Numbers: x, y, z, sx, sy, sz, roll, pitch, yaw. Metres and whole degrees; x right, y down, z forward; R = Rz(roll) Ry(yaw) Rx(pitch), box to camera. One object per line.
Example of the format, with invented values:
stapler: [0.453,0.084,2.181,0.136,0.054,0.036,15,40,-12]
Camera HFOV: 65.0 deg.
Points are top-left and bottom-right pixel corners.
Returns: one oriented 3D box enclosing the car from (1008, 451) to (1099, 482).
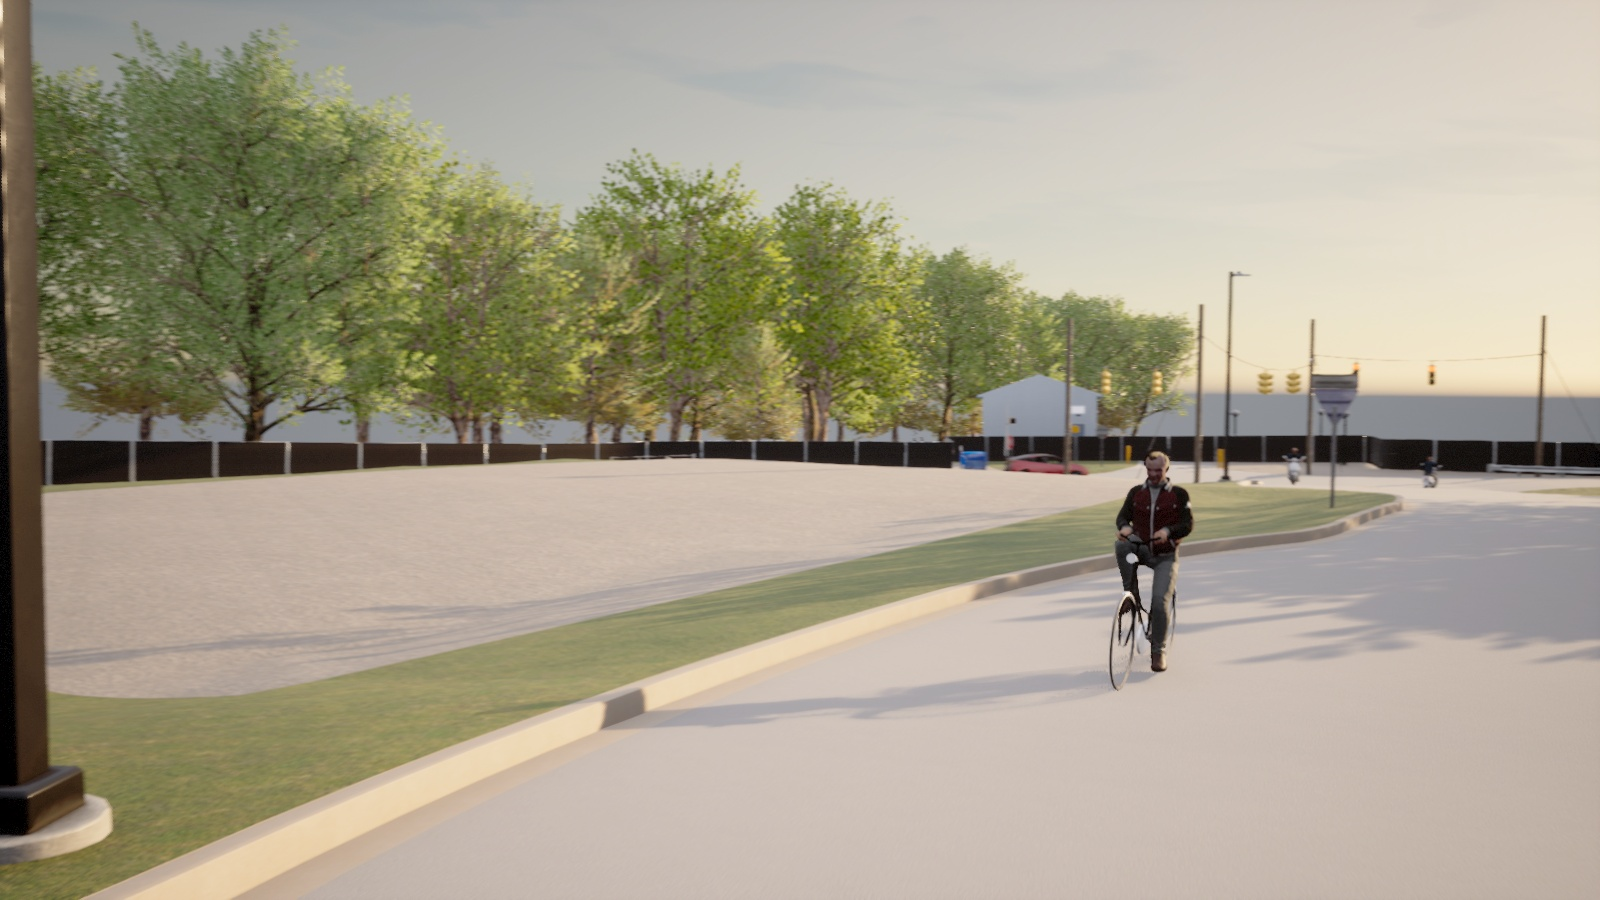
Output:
car: [13.849,0.883,68.753,4.514,1.525,2.007,0,3,-4]

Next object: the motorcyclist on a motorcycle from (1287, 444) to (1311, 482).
motorcyclist on a motorcycle: [21.083,0.563,53.047,0.866,1.590,1.817,1,-1,20]

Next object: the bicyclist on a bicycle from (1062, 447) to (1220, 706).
bicyclist on a bicycle: [2.686,0.886,9.757,0.659,1.776,1.843,2,2,31]

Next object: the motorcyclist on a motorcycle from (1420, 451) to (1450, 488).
motorcyclist on a motorcycle: [29.138,0.897,57.605,0.866,1.590,1.817,2,3,36]
